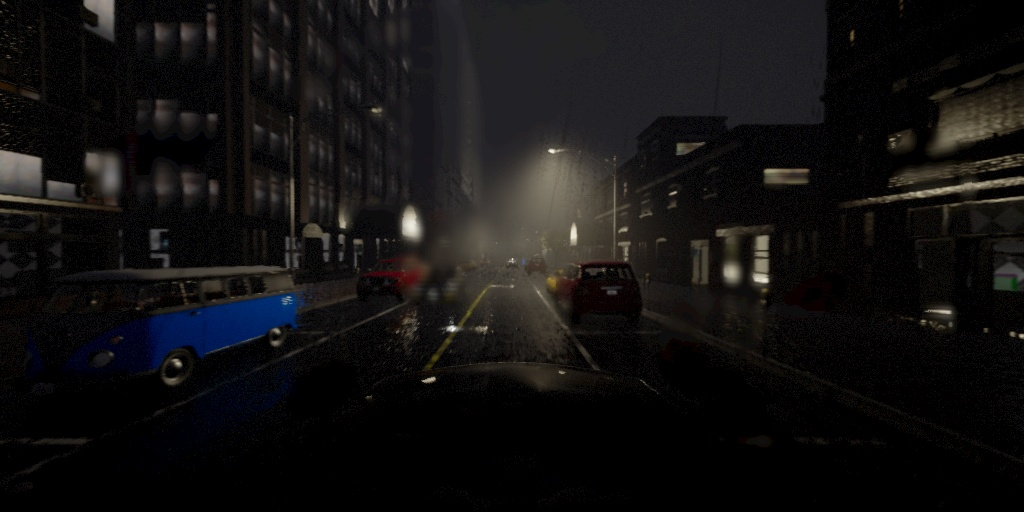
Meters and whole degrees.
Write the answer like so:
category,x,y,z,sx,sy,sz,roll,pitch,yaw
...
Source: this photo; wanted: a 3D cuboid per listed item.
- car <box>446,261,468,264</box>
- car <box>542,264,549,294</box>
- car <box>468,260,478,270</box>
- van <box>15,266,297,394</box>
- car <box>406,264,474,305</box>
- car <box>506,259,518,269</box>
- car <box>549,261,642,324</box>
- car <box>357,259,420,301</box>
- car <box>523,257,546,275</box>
category,x,y,z,sx,sy,sz,roll,pitch,yaw
car,-5.690,1.294,34.131,1.888,1.381,4.507,0,0,0
car,2.691,1.275,17.685,1.751,1.417,4.829,0,0,0
car,-5.689,1.274,45.030,1.751,1.417,4.829,0,0,0
van,-5.691,1.091,6.456,1.690,1.789,3.998,0,0,0
car,-3.024,1.257,16.238,1.837,1.490,4.892,0,-1,0
car,0.004,1.349,57.120,1.895,1.301,4.718,0,0,0
car,2.690,1.064,11.981,2.192,1.841,5.009,0,0,0
car,-5.690,1.064,17.526,2.192,1.841,5.009,0,0,0
car,2.692,1.063,39.654,2.192,1.841,5.009,0,0,0
